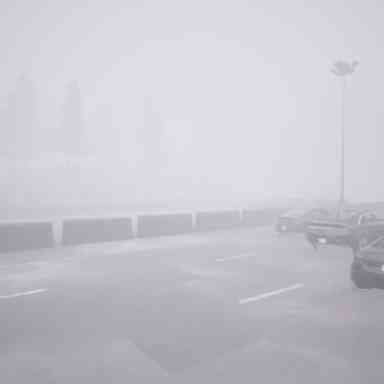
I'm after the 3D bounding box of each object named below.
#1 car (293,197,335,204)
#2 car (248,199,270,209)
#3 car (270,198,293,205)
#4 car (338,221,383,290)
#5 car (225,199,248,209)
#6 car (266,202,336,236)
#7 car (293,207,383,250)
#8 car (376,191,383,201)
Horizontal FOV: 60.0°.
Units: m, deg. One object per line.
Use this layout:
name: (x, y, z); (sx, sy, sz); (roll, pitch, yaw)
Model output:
car: (13.474, 1.370, 35.577); (4.902, 1.511, 2.128); (-1, 0, -36)
car: (9.646, 1.539, 41.449); (4.718, 1.301, 1.895); (-1, 0, -36)
car: (11.745, 1.411, 38.648); (4.892, 1.490, 1.837); (-1, 0, -36)
car: (5.601, 1.506, 7.864); (4.181, 1.385, 1.994); (-1, 0, -36)
car: (6.569, 1.583, 43.532); (4.718, 1.301, 1.895); (-1, 0, -36)
car: (6.158, 1.473, 16.952); (4.674, 1.442, 1.812); (-1, 0, -36)
car: (6.411, 1.430, 12.798); (4.902, 1.511, 2.128); (-1, 0, -36)
car: (39.554, 0.795, 67.608); (5.566, 2.045, 2.150); (-1, 0, -36)
